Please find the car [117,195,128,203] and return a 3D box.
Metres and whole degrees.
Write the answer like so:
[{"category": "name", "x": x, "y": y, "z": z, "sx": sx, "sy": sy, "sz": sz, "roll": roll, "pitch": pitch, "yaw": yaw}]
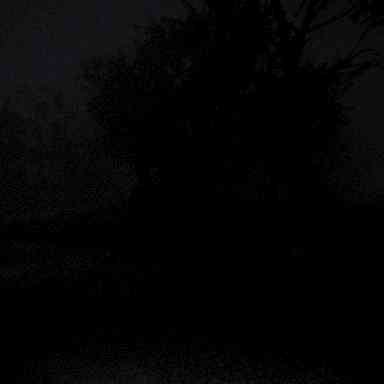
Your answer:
[{"category": "car", "x": -13.009, "y": 1.302, "z": 64.244, "sx": 2.033, "sy": 1.411, "sz": 5.357, "roll": -2, "pitch": 1, "yaw": 1}]
